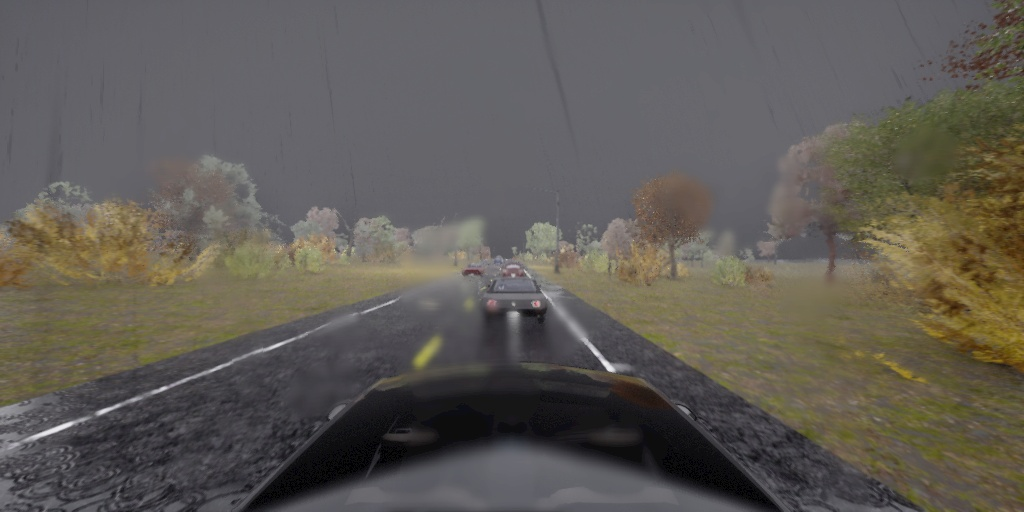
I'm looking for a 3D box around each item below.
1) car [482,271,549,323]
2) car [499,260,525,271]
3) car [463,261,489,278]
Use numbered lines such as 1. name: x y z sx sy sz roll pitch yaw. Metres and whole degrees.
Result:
1. car: 0.093 1.357 12.145 1.895 1.301 4.718 0 0 0
2. car: 0.096 1.296 29.870 1.812 1.442 4.674 0 0 0
3. car: -3.595 1.376 34.613 1.895 1.301 4.718 0 0 0
